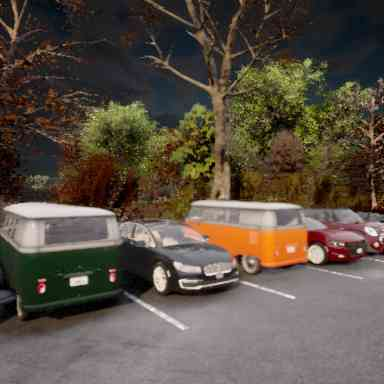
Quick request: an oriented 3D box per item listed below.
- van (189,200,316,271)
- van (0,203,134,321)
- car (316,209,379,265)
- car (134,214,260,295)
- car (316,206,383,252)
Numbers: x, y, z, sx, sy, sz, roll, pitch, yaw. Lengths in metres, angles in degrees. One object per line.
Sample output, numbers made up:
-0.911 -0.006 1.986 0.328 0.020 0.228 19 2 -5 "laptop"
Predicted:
1.415 1.286 10.734 1.878 1.987 4.442 0 0 -35 "van"
-3.188 1.262 7.457 1.878 1.987 4.442 0 0 -35 "van"
3.674 1.524 12.209 2.097 1.535 5.008 0 0 -35 "car"
-0.823 1.501 9.005 2.231 1.521 4.892 0 0 -35 "car"
5.959 1.411 13.870 2.185 1.767 4.553 0 0 -35 "car"
